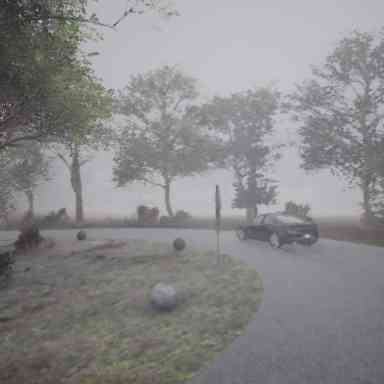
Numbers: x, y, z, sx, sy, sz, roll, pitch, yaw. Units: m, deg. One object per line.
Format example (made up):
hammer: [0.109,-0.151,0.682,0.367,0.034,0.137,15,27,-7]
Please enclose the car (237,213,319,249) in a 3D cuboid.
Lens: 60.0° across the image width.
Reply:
car: [4.025,1.809,16.554,1.882,1.535,5.008,0,-2,-22]
